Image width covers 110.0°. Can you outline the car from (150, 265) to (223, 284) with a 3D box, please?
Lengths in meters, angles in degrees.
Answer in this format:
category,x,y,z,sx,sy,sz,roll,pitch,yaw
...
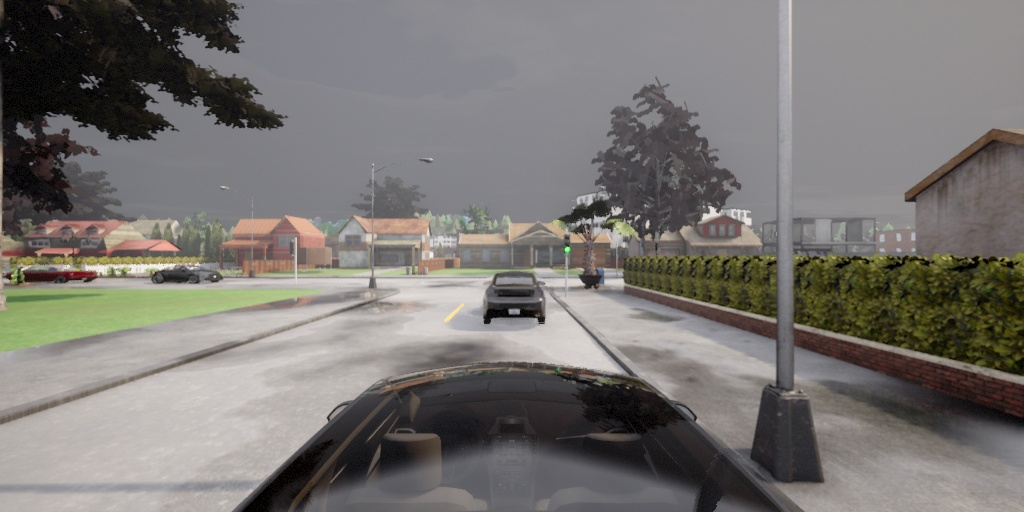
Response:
category,x,y,z,sx,sy,sz,roll,pitch,yaw
car,-24.172,1.379,26.753,4.181,1.385,1.994,0,0,0

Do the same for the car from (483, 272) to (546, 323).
category,x,y,z,sx,sy,sz,roll,pitch,yaw
car,0.083,1.281,12.164,1.837,1.490,4.892,0,0,0

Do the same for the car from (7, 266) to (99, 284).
category,x,y,z,sx,sy,sz,roll,pitch,yaw
car,-34.107,1.416,26.751,4.718,1.301,1.895,0,0,0
